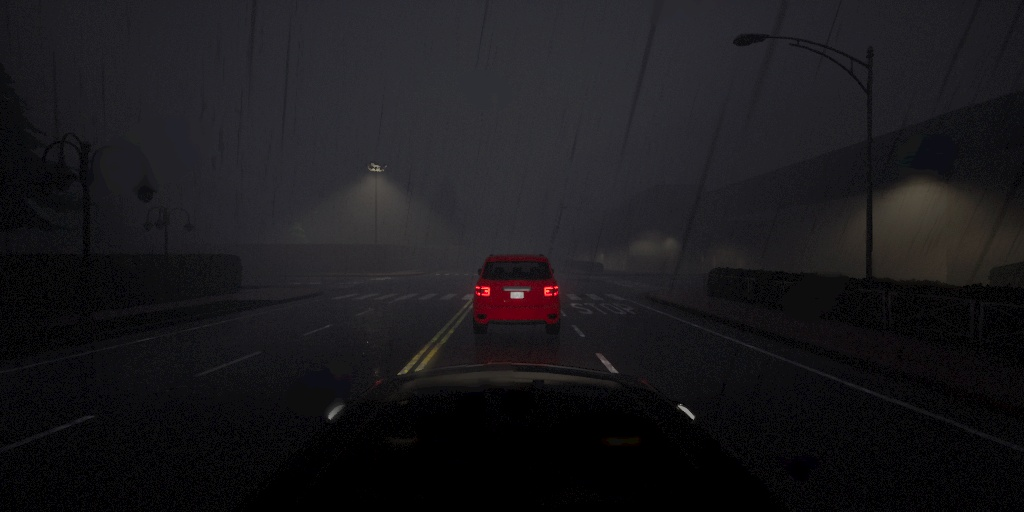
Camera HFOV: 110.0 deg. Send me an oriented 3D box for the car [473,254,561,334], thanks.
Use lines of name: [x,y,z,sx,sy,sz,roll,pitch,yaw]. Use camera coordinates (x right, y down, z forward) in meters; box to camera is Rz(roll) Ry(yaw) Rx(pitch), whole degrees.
car: [0.120,0.971,10.727,2.150,2.045,5.566,0,0,0]

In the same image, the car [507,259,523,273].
car: [0.350,1.228,45.580,1.882,1.535,5.008,0,0,1]
